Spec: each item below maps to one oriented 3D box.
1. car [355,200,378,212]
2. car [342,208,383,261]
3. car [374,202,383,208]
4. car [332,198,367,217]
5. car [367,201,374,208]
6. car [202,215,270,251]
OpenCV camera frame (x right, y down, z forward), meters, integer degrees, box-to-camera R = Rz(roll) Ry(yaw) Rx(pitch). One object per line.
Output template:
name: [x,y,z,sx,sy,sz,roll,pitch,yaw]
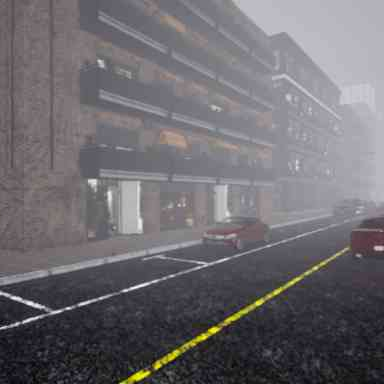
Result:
car: [22.224,1.776,42.211,1.887,1.381,4.507,-1,-1,36]
car: [7.054,1.537,11.935,1.882,1.535,5.008,-1,-1,36]
car: [22.083,1.782,37.562,1.895,1.301,4.718,-1,-1,37]
car: [15.524,1.519,33.146,2.192,1.841,5.009,-1,-1,36]
car: [18.873,1.658,37.678,1.967,1.590,4.097,-1,-1,36]
car: [2.129,1.730,15.011,1.802,1.307,4.206,-1,-1,36]
